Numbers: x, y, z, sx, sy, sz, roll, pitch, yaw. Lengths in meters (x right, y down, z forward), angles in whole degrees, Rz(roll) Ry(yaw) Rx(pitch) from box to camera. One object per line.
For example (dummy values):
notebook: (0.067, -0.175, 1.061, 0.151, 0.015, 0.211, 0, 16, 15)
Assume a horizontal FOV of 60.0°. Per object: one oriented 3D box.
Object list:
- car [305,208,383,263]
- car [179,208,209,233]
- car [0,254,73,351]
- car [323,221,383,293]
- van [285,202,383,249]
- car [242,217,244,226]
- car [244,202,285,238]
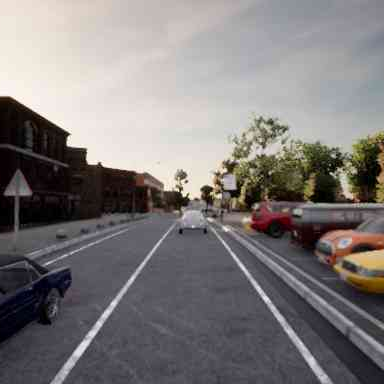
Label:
car: (6.314, 1.504, 10.503, 4.553, 1.767, 2.185, 0, -1, 0)
car: (0.065, 2.058, 23.505, 1.812, 1.442, 4.674, 0, -2, 0)
car: (-3.355, 1.621, 4.555, 1.895, 1.301, 4.718, 0, -2, 0)
car: (6.117, 1.574, 7.582, 5.366, 1.575, 1.946, 0, -1, 0)
van: (6.378, 1.471, 13.542, 4.442, 1.987, 1.878, 0, -1, 0)
car: (6.186, 1.941, 22.641, 5.008, 1.535, 2.097, 0, -2, -1)
car: (6.242, 1.601, 19.732, 5.566, 2.045, 2.435, 0, -2, -1)
